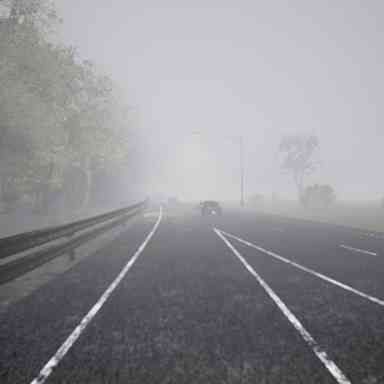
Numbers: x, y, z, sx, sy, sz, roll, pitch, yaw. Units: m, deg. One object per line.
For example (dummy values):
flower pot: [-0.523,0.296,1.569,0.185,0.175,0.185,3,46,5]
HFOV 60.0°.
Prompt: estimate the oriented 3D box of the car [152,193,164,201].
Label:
car: [-8.137,1.250,84.431,2.150,2.045,5.566,0,0,-10]

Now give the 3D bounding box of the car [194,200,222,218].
car: [1.400,1.489,30.204,1.837,1.490,4.892,0,0,-10]

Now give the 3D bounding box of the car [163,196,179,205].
car: [-3.440,1.526,57.713,1.837,1.490,4.892,0,0,-10]
